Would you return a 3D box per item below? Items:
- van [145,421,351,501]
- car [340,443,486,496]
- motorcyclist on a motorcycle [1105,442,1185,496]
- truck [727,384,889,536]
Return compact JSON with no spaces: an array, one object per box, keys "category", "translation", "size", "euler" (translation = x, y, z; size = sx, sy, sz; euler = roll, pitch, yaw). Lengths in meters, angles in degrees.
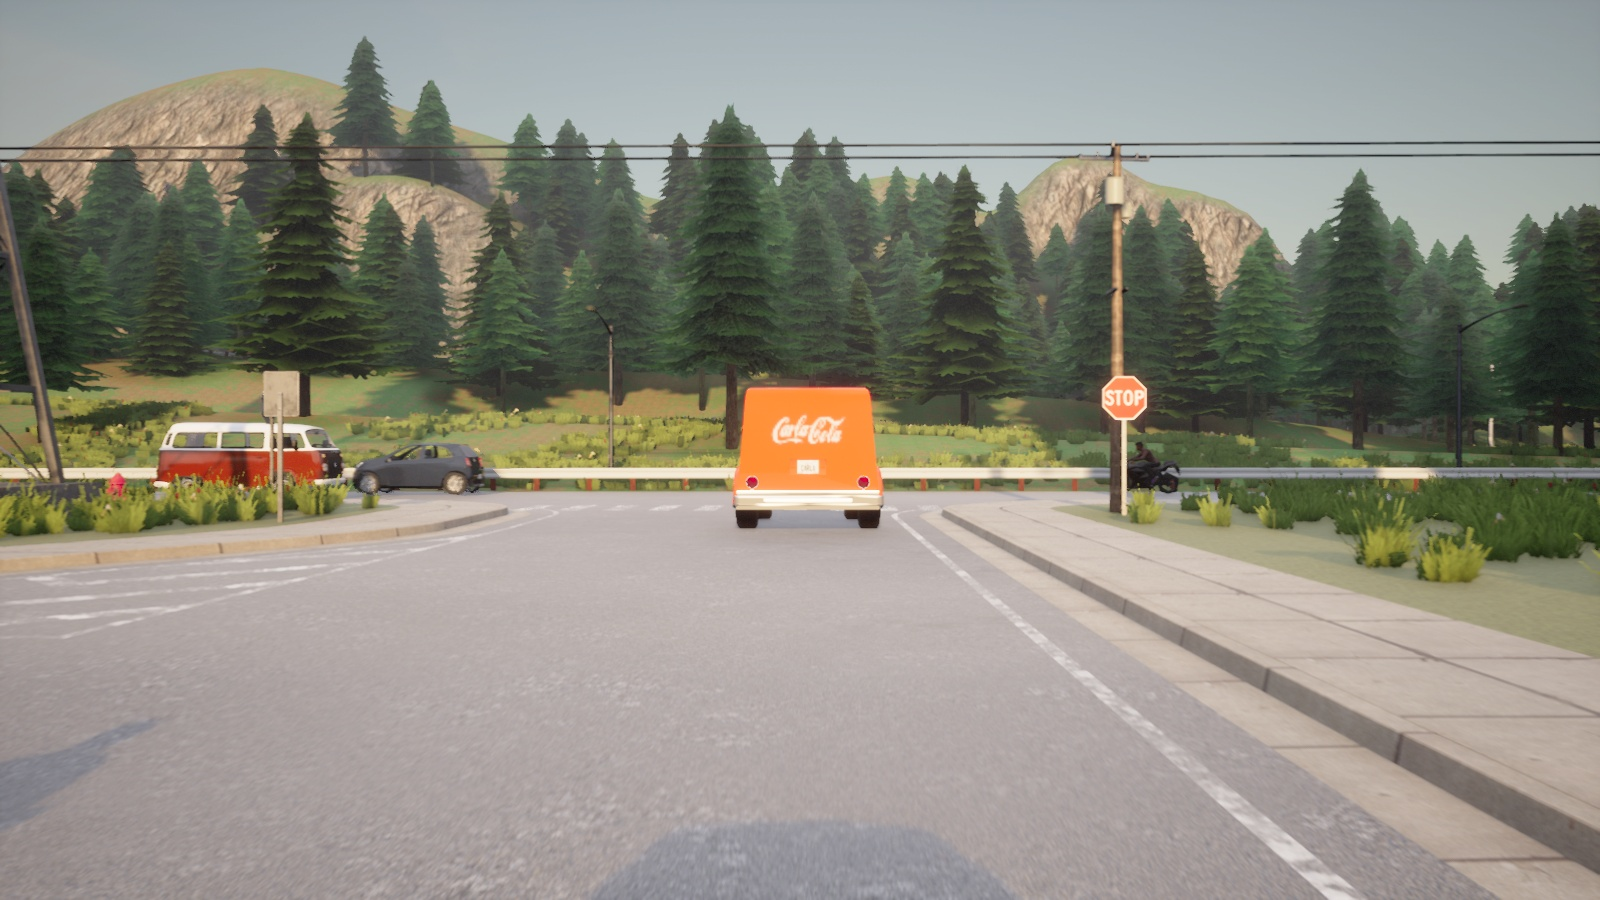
[{"category":"van","translation":[-14.333,0.274,32.791],"size":[4.480,2.038,2.069],"euler":[0,0,1]},{"category":"car","translation":[-11.120,0.547,36.218],"size":[3.633,1.501,1.845],"euler":[0,0,1]},{"category":"motorcyclist on a motorcycle","translation":[9.807,0.535,35.729],"size":[2.044,1.523,0.797],"euler":[0,0,1]},{"category":"truck","translation":[0.147,0.136,23.011],"size":[2.627,2.467,5.204],"euler":[0,1,0]}]
